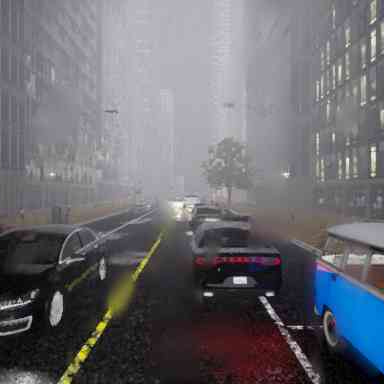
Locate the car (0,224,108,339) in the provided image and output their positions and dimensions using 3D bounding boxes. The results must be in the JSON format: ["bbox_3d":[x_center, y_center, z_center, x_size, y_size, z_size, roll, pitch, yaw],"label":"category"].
[{"bbox_3d":[-3.114,1.505,6.899,1.837,1.490,4.892,0,0,0],"label":"car"}]

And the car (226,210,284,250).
[{"bbox_3d":[2.661,1.582,14.977,1.802,1.307,4.206,0,0,0],"label":"car"}]

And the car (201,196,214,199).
[{"bbox_3d":[2.605,1.545,43.440,2.008,1.369,4.403,0,0,0],"label":"car"}]

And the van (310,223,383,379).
[{"bbox_3d":[2.683,1.341,3.593,1.690,1.788,3.998,0,0,0],"label":"van"}]

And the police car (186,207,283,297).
[{"bbox_3d":[0.883,1.425,8.718,1.930,1.638,5.238,0,0,0],"label":"police car"}]

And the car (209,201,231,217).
[{"bbox_3d":[2.627,1.582,32.055,1.802,1.307,4.206,0,0,0],"label":"car"}]

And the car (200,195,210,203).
[{"bbox_3d":[2.560,1.403,66.209,1.967,1.590,4.097,0,0,0],"label":"car"}]

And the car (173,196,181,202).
[{"bbox_3d":[-3.143,1.501,71.788,2.033,1.411,5.357,0,0,0],"label":"car"}]

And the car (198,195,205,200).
[{"bbox_3d":[2.515,1.465,88.980,1.887,1.381,4.507,0,0,0],"label":"car"}]

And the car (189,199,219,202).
[{"bbox_3d":[0.851,1.505,24.609,1.837,1.490,4.892,0,0,0],"label":"car"}]

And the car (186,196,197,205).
[{"bbox_3d":[-0.120,1.498,60.184,1.812,1.442,4.674,0,0,0],"label":"car"}]

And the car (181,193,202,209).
[{"bbox_3d":[-0.084,1.214,45.806,2.150,2.045,5.566,0,0,0],"label":"car"}]

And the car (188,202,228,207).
[{"bbox_3d":[0.862,1.505,18.608,1.837,1.490,4.892,0,0,0],"label":"car"}]

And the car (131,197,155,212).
[{"bbox_3d":[-5.765,1.549,37.734,2.008,1.369,4.403,0,0,0],"label":"car"}]

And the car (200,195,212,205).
[{"bbox_3d":[2.571,1.412,60.517,1.967,1.590,4.097,0,0,0],"label":"car"}]

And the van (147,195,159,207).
[{"bbox_3d":[-5.787,1.330,49.119,1.690,1.788,3.998,0,0,0],"label":"van"}]
